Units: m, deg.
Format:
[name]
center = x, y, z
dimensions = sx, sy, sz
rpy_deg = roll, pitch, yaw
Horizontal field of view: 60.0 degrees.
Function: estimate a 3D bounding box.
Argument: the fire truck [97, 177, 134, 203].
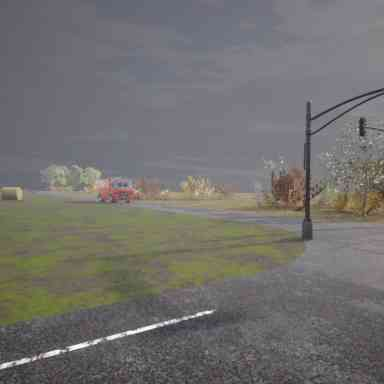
[fire truck]
center = -11.714, -0.355, 50.067
dimensions = 2.891, 3.827, 8.468
rpy_deg = 1, 0, -32
